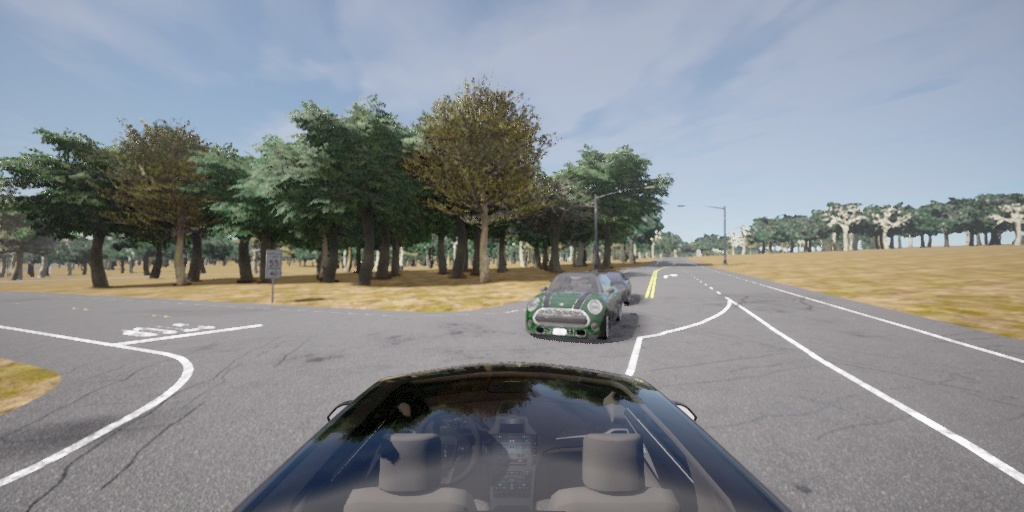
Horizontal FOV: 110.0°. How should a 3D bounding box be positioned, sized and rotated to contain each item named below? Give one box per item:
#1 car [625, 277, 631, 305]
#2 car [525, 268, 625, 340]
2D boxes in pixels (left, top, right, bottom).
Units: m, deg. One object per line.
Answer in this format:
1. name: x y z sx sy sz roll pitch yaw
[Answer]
1. car: 4.600 1.417 17.108 1.994 1.385 4.181 -1 1 21
2. car: 2.006 1.276 10.771 2.097 1.767 4.553 -1 -1 22
